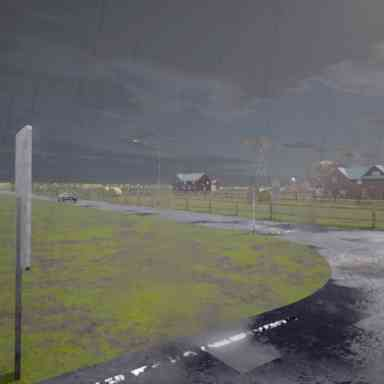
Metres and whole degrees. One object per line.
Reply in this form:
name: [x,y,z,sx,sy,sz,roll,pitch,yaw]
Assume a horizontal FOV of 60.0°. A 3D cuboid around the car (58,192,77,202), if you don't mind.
car: [-18.710,0.721,49.878,1.994,1.385,4.181,1,1,-36]
